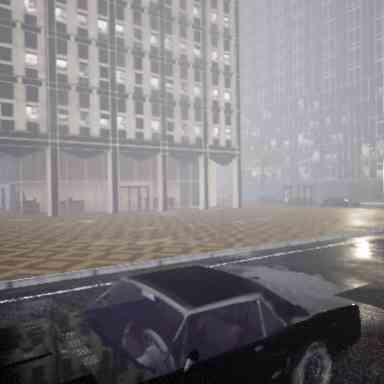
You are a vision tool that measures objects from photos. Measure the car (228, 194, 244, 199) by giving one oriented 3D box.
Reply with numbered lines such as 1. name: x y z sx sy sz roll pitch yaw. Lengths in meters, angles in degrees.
1. car: 9.288 0.840 68.835 1.802 1.307 4.206 -1 1 -34

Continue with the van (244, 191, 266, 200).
1. van: 12.496 0.651 64.141 1.690 1.788 3.998 -1 1 -34

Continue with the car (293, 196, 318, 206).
1. car: 15.117 1.220 45.281 1.802 1.307 4.206 -1 1 -34

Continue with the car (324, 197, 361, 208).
1. car: 18.313 1.255 40.579 1.947 1.339 4.313 -1 1 -34

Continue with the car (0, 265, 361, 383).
1. car: -0.329 1.594 3.451 4.718 1.301 1.895 0 0 -36

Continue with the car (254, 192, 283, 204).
1. car: 11.956 1.152 50.004 1.947 1.339 4.313 -1 1 -34
